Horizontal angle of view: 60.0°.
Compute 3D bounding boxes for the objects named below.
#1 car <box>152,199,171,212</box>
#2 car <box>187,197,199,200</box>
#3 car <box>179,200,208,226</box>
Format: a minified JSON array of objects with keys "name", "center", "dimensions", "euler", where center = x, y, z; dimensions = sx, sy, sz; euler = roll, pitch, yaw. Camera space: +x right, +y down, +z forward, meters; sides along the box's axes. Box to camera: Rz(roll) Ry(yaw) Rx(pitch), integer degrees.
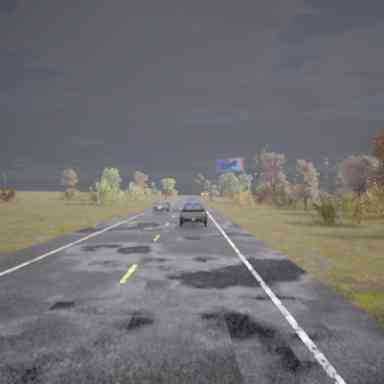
[{"name":"car","center":[-3.537,1.581,39.284],"dimensions":[2.128,1.511,4.902],"euler":[0,0,0]},{"name":"car","center":[0.094,1.447,41.748],"dimensions":[2.097,1.767,4.553],"euler":[0,0,0]},{"name":"car","center":[0.096,1.542,23.469],"dimensions":[2.128,1.511,4.902],"euler":[0,0,0]}]
